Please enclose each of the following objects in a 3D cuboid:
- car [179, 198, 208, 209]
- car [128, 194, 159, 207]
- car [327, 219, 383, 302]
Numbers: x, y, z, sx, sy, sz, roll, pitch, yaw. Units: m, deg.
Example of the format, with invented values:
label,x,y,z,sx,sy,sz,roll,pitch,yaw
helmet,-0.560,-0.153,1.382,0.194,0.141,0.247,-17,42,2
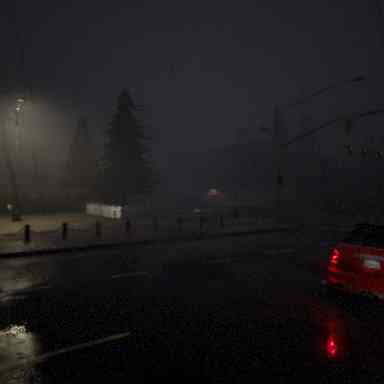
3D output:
label,x,y,z,sx,sy,sz,roll,pitch,yaw
car,0.181,1.551,46.307,1.882,1.535,5.008,0,0,-35
car,-7.193,1.285,50.619,2.150,2.045,5.566,0,0,-35
car,5.102,1.375,7.435,4.553,1.767,2.097,0,0,-35
